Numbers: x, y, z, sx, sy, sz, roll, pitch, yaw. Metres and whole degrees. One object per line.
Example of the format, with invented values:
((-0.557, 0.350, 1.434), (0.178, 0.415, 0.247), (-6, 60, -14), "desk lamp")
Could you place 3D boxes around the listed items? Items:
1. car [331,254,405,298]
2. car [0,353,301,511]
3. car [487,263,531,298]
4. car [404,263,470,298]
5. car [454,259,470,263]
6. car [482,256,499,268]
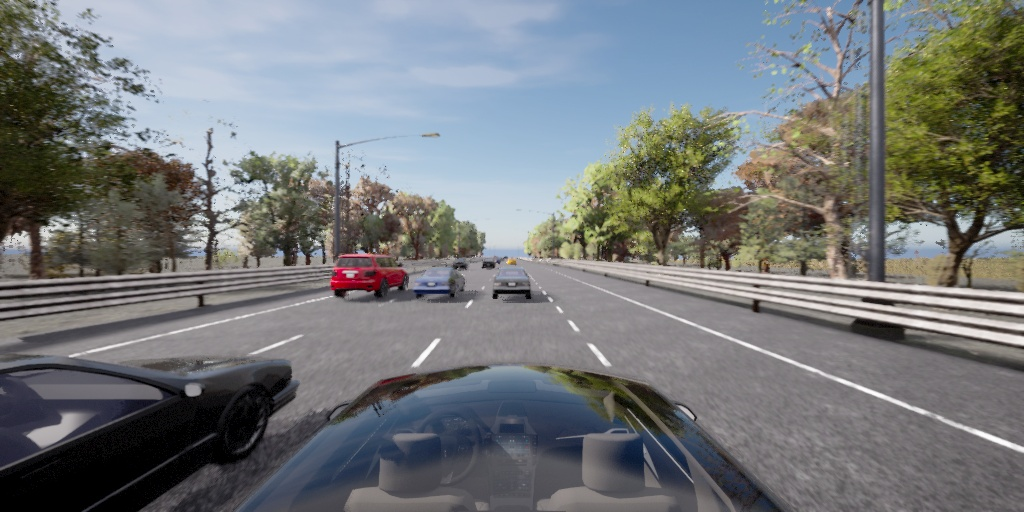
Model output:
((-7.010, 0.939, 18.221), (2.150, 2.045, 5.566), (0, 0, 0), "car")
((-3.502, 1.297, 1.884), (2.033, 1.411, 5.357), (0, 0, 0), "car")
((-0.007, 1.265, 18.021), (2.033, 1.411, 5.357), (0, 0, 0), "car")
((-3.510, 1.264, 18.082), (2.033, 1.411, 5.357), (0, 0, 0), "car")
((-7.024, 1.164, 49.831), (1.837, 1.490, 4.892), (0, 0, 0), "car")
((-3.526, 1.126, 55.831), (1.882, 1.535, 5.008), (0, 0, 0), "car")
